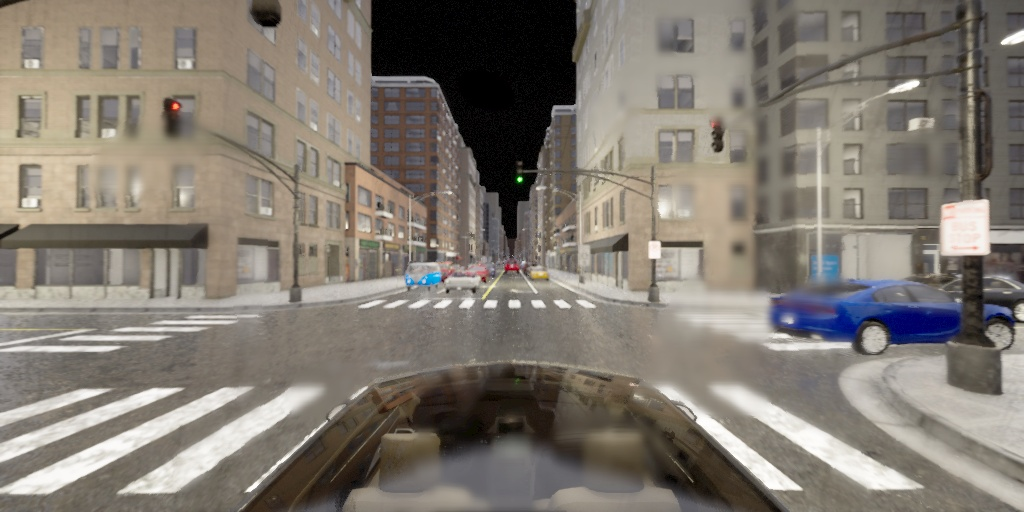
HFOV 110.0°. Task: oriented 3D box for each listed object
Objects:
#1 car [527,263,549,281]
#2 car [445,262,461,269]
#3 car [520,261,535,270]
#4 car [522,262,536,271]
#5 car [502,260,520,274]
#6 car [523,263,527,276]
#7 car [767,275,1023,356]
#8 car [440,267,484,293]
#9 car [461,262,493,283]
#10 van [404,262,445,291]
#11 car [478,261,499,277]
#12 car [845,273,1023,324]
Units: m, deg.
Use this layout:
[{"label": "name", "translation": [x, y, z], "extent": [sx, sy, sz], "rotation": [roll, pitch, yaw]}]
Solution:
[{"label": "car", "translation": [2.666, 1.673, 35.281], "extent": [1.751, 1.417, 4.829], "rotation": [0, 0, 0]}, {"label": "car", "translation": [-5.860, 1.396, 29.492], "extent": [2.192, 1.841, 5.009], "rotation": [0, 0, 0]}, {"label": "car", "translation": [2.665, 1.661, 51.893], "extent": [2.192, 1.841, 5.009], "rotation": [0, 0, 0]}, {"label": "car", "translation": [2.666, 1.846, 46.299], "extent": [1.948, 1.339, 4.313], "rotation": [0, 0, 0]}, {"label": "car", "translation": [-0.002, 1.589, 53.682], "extent": [2.150, 2.045, 5.566], "rotation": [0, -1, 0]}, {"label": "car", "translation": [2.666, 1.765, 40.705], "extent": [2.007, 1.370, 4.403], "rotation": [0, 0, 0]}, {"label": "car", "translation": [8.737, 1.303, 8.424], "extent": [5.008, 1.535, 1.882], "rotation": [0, -2, -6]}, {"label": "car", "translation": [-3.082, 1.605, 23.030], "extent": [1.895, 1.301, 4.718], "rotation": [0, -1, -1]}, {"label": "car", "translation": [-3.082, 1.593, 32.383], "extent": [1.882, 1.535, 5.008], "rotation": [0, -1, 0]}, {"label": "van", "translation": [-5.859, 1.355, 23.896], "extent": [1.690, 1.789, 3.998], "rotation": [0, 0, 0]}, {"label": "car", "translation": [-3.002, 1.588, 42.559], "extent": [2.097, 1.767, 4.553], "rotation": [0, -1, 0]}, {"label": "car", "translation": [14.564, 1.370, 12.086], "extent": [4.892, 1.490, 1.837], "rotation": [0, -1, 1]}]
